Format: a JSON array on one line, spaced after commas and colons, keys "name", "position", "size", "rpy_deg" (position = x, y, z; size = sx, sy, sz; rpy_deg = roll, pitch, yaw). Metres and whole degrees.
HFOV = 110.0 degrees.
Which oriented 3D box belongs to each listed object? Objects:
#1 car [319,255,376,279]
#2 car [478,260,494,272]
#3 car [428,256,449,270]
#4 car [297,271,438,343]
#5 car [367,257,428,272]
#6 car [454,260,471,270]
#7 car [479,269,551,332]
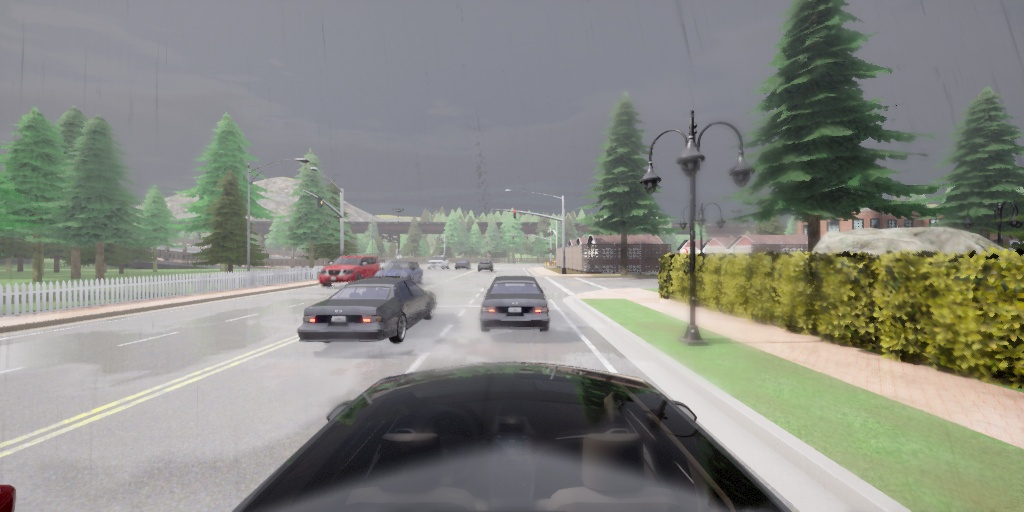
[{"name": "car", "position": [-10.598, 0.971, 24.021], "size": [2.150, 2.045, 5.566], "rpy_deg": [0, 0, 0]}, {"name": "car", "position": [-3.395, 1.241, 46.713], "size": [2.128, 1.511, 4.902], "rpy_deg": [0, 0, 0]}, {"name": "car", "position": [-10.514, 0.975, 51.491], "size": [2.150, 2.045, 5.566], "rpy_deg": [0, 0, 0]}, {"name": "car", "position": [-3.416, 1.297, 9.624], "size": [2.033, 1.411, 5.357], "rpy_deg": [0, 0, 0]}, {"name": "car", "position": [-7.098, 1.102, 22.836], "size": [2.097, 1.767, 4.553], "rpy_deg": [0, 0, 0]}, {"name": "car", "position": [-7.014, 1.298, 51.518], "size": [2.033, 1.411, 5.357], "rpy_deg": [0, 0, 0]}, {"name": "car", "position": [0.085, 1.297, 10.839], "size": [2.033, 1.411, 5.357], "rpy_deg": [0, 0, 0]}]
